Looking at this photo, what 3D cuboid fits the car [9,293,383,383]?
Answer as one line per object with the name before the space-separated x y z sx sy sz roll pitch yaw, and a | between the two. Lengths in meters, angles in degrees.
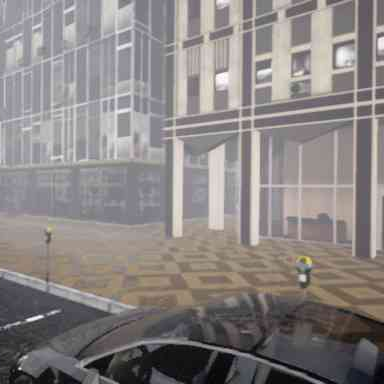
car | 0.308 1.559 2.650 4.313 1.339 1.947 0 1 35
